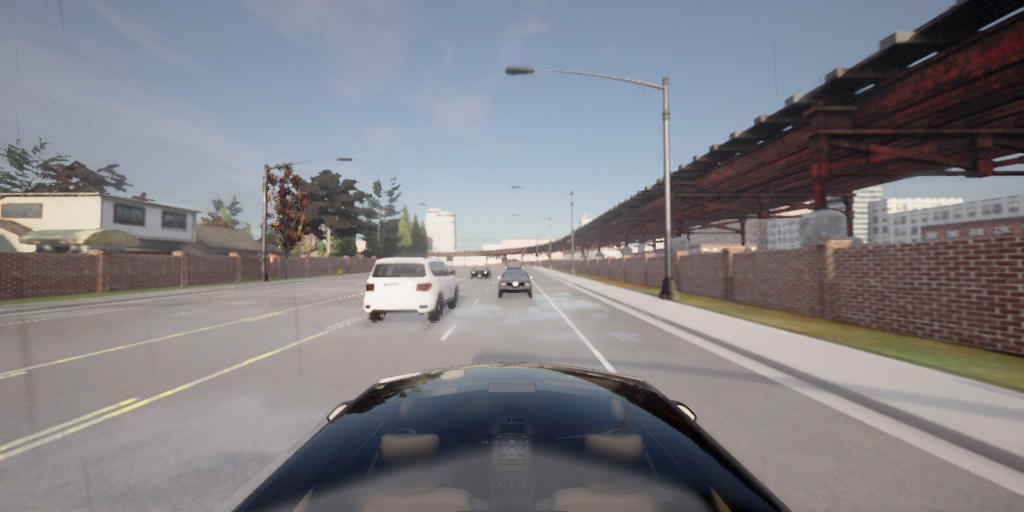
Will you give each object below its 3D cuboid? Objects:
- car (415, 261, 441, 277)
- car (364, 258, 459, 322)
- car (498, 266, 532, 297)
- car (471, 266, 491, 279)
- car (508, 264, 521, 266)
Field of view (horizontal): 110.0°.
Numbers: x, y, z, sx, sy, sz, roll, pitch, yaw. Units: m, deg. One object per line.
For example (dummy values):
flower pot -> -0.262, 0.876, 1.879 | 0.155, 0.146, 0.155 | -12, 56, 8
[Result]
car -> -10.397, 1.556, 44.593 | 2.097, 1.767, 4.553 | 0, 0, 1
car -> -3.350, 1.092, 12.950 | 2.150, 2.045, 5.566 | 0, -1, 0
car -> 0.180, 1.484, 20.327 | 2.033, 1.411, 5.357 | 0, -1, 0
car -> -3.249, 1.728, 38.509 | 1.895, 1.301, 4.718 | 0, -1, 0
car -> 0.255, 1.606, 39.433 | 1.882, 1.535, 5.008 | 0, -1, 0
